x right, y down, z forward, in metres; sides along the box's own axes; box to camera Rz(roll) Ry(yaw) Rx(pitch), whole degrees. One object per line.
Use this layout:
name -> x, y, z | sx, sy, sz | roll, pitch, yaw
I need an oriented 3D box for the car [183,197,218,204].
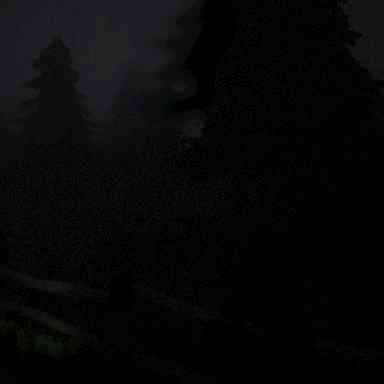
car -> 0.883, 1.351, 46.675 | 5.566, 2.045, 2.150 | 0, 0, -3
